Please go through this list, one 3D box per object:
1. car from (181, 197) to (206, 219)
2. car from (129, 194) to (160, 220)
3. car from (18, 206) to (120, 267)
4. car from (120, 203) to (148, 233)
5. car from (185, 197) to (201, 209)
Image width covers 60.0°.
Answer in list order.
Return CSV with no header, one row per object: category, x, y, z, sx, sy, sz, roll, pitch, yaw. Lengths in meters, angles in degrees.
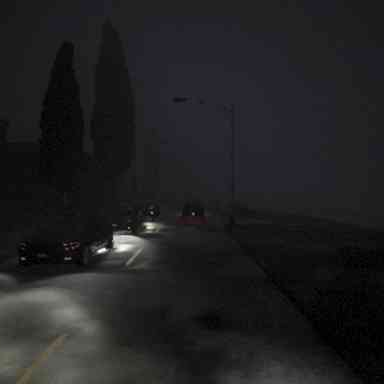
car,0.111,1.459,28.706,1.837,1.490,4.892,0,1,0
car,-3.977,1.171,28.289,2.150,2.045,5.566,0,0,1
car,-4.078,1.457,11.544,1.882,1.535,5.008,0,0,0
car,-3.971,1.531,19.200,1.994,1.385,4.181,0,0,0
car,0.142,1.417,44.193,2.128,1.511,4.902,0,0,0
